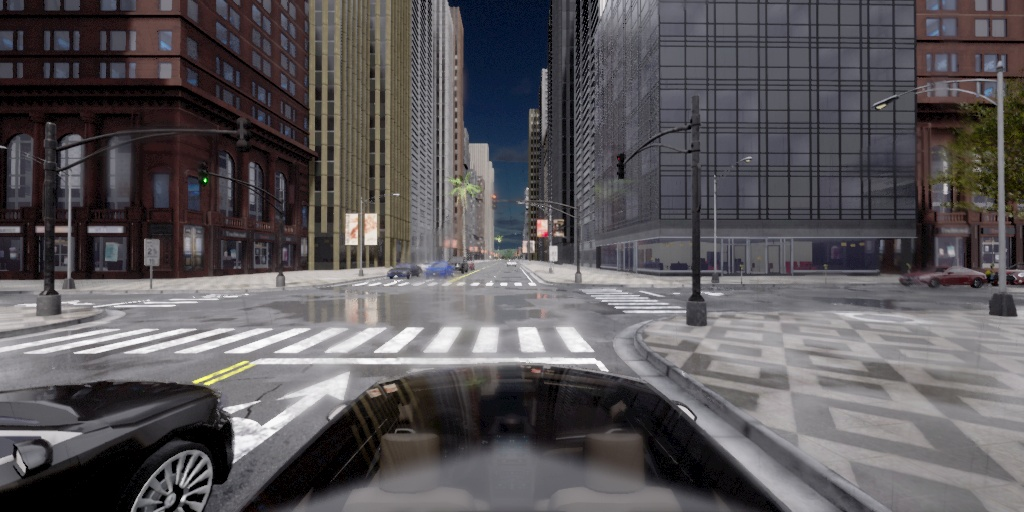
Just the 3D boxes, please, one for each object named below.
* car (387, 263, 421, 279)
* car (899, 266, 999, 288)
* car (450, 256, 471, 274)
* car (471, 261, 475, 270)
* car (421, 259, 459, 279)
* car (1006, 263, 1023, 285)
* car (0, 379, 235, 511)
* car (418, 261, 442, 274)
[{"bbox_3d":[-9.864,1.356,33.528,2.033,1.411,5.357,0,0,3],"label":"car"},{"bbox_3d":[26.434,1.273,22.006,4.207,1.307,1.802,0,0,-1],"label":"car"},{"bbox_3d":[-6.660,1.061,43.666,2.150,2.045,5.566,0,0,0],"label":"car"},{"bbox_3d":[-6.658,1.404,53.956,1.812,1.442,4.674,0,0,0],"label":"car"},{"bbox_3d":[-6.644,1.287,33.558,1.882,1.535,5.008,0,0,2],"label":"car"},{"bbox_3d":[32.072,1.114,22.102,4.097,1.591,1.967,0,0,-1],"label":"car"},{"bbox_3d":[-3.138,1.241,0.918,2.128,1.511,4.902,0,0,-1],"label":"car"},{"bbox_3d":[-9.914,1.365,43.715,1.812,1.442,4.674,0,0,0],"label":"car"}]
